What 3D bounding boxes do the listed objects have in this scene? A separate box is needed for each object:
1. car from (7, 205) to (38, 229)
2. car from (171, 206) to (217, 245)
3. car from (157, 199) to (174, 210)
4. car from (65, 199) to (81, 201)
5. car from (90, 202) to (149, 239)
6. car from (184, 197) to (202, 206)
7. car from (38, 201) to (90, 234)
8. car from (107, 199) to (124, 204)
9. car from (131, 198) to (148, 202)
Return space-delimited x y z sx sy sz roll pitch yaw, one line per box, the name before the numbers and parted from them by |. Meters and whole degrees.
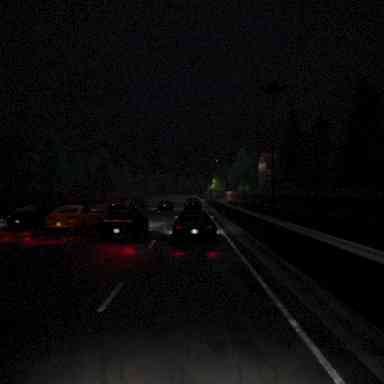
car | -10.388 1.566 22.124 1.812 1.442 4.674 0 0 0
car | 0.105 1.593 15.629 1.994 1.385 4.181 0 0 0
car | -3.388 1.643 43.147 1.994 1.385 4.181 0 0 0
car | -13.885 1.577 39.102 1.837 1.490 4.892 0 0 0
car | -3.395 1.524 17.381 2.128 1.511 4.902 0 0 0
car | 0.114 1.425 40.365 2.097 1.767 4.553 0 0 0
car | -6.893 1.514 19.659 1.882 1.535 5.008 0 0 0
car | -10.383 1.648 45.864 1.994 1.385 4.181 0 0 0
car | -6.886 1.584 43.006 1.837 1.490 4.892 0 0 0
